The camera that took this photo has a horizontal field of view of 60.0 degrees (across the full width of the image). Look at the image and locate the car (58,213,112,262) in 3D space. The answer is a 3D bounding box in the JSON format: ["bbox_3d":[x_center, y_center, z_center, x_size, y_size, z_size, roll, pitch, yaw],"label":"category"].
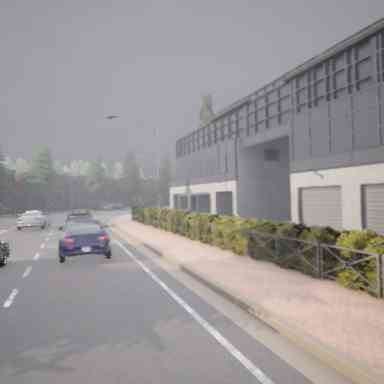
[{"bbox_3d":[-4.355,1.810,13.476,1.812,1.442,4.674,-1,-1,-19],"label":"car"}]

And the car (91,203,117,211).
[{"bbox_3d":[-16.097,2.787,60.842,1.895,1.301,4.718,-2,-1,26],"label":"car"}]

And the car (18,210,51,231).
[{"bbox_3d":[-12.474,2.188,26.470,1.812,1.442,4.674,-1,0,-15],"label":"car"}]

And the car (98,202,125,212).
[{"bbox_3d":[-13.623,2.574,57.836,2.128,1.511,4.902,-2,-1,25],"label":"car"}]

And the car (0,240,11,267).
[{"bbox_3d":[-6.701,1.847,9.595,2.033,1.411,5.357,-1,-1,-19],"label":"car"}]

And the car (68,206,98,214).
[{"bbox_3d":[-9.012,2.069,27.009,2.128,1.511,4.902,-1,-1,-16],"label":"car"}]
